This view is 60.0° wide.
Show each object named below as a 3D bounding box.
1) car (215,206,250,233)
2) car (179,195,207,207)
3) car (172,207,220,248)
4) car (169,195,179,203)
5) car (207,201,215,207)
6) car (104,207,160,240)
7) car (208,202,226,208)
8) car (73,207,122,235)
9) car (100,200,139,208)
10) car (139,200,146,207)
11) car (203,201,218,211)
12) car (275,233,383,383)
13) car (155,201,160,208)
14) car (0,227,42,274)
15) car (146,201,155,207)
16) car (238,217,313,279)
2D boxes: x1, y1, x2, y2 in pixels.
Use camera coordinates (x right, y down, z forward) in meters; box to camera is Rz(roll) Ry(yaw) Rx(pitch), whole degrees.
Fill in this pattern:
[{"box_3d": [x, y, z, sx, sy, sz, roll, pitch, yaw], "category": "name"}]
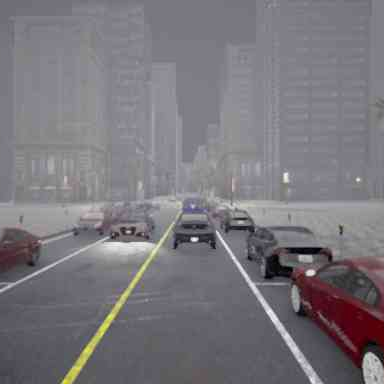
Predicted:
[{"box_3d": [2.768, 1.781, 20.996, 1.947, 1.339, 4.313, 0, -1, 0], "category": "car"}, {"box_3d": [0.107, 1.558, 34.202, 2.150, 2.045, 5.566, 0, -1, 0], "category": "car"}, {"box_3d": [0.102, 1.666, 15.662, 1.837, 1.490, 4.892, 0, -1, 0], "category": "car"}, {"box_3d": [-5.484, 2.234, 93.335, 1.887, 1.381, 4.507, 0, 0, 0], "category": "car"}, {"box_3d": [2.773, 1.971, 42.596, 1.947, 1.339, 4.313, 0, 0, 0], "category": "car"}, {"box_3d": [-3.097, 1.751, 18.106, 1.994, 1.385, 4.181, 0, -1, 0], "category": "car"}, {"box_3d": [2.771, 1.898, 31.795, 1.802, 1.307, 4.206, 0, 0, 0], "category": "car"}, {"box_3d": [-5.758, 1.788, 20.038, 1.802, 1.307, 4.206, 0, -1, 0], "category": "car"}, {"box_3d": [-5.756, 1.573, 25.341, 2.192, 1.841, 5.009, 0, -1, 0], "category": "car"}, {"box_3d": [-5.755, 1.746, 30.641, 1.967, 1.590, 4.097, 0, -1, 0], "category": "car"}, {"box_3d": [2.775, 2.024, 49.962, 1.947, 1.339, 4.313, 0, 0, 0], "category": "car"}, {"box_3d": [2.765, 1.595, 4.798, 1.887, 1.381, 4.507, 0, -1, 0], "category": "car"}, {"box_3d": [-5.751, 2.040, 49.968, 1.802, 1.307, 4.206, 0, 0, 0], "category": "car"}, {"box_3d": [-5.759, 1.680, 9.437, 1.802, 1.307, 4.206, 0, -1, 0], "category": "car"}, {"box_3d": [-7.489, 1.804, 44.046, 4.403, 1.369, 2.008, -1, 0, -9], "category": "car"}, {"box_3d": [2.766, 1.672, 10.197, 1.947, 1.339, 4.313, 0, -1, 0], "category": "car"}]
